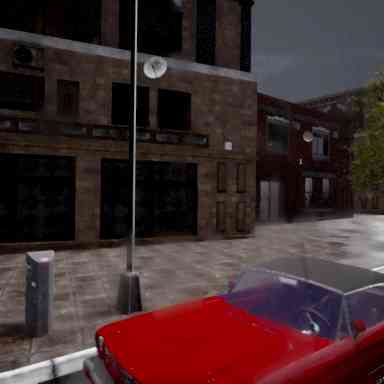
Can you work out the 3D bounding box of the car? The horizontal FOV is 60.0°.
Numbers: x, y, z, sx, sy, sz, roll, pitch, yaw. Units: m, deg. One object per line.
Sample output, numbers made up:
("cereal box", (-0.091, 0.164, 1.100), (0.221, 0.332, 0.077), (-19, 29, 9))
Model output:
("car", (1.246, 1.602, 4.016), (4.718, 1.301, 1.895), (0, 0, -36))
